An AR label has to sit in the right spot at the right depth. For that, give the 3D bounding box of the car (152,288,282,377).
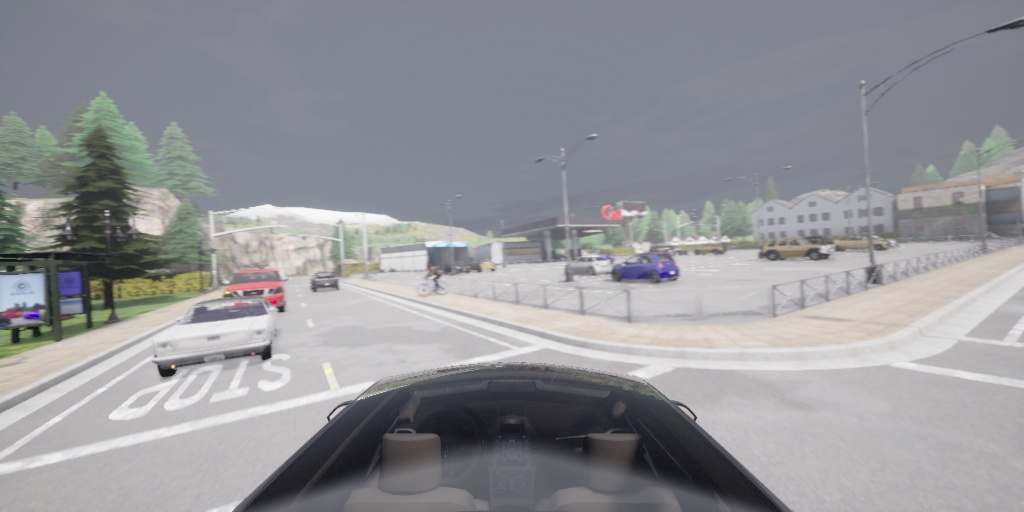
[{"bbox_3d":[-6.923,1.729,8.805,1.895,1.301,4.718,-3,0,-32],"label":"car"}]

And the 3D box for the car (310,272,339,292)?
[{"bbox_3d":[-15.510,2.048,29.631,2.128,1.511,4.902,-3,0,-32],"label":"car"}]

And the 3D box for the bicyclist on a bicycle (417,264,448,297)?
[{"bbox_3d":[-4.000,1.229,18.043,1.656,1.620,0.582,-2,0,-32],"label":"bicyclist on a bicycle"}]

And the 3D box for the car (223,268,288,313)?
[{"bbox_3d":[-12.104,1.621,17.114,2.150,2.045,5.566,-3,0,-32],"label":"car"}]
